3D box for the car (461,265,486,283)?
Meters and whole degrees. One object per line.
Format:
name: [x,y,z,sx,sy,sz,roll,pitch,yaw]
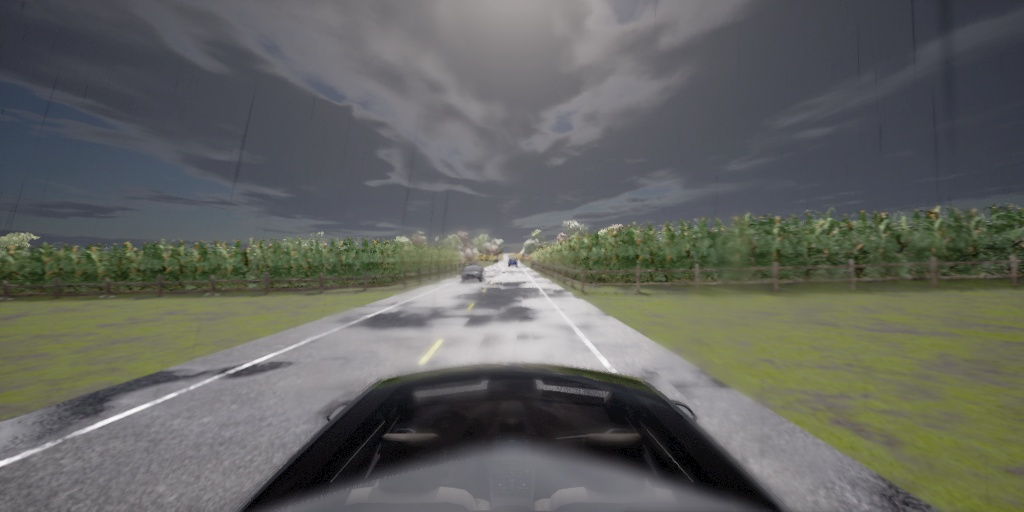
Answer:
car: [-3.448,1.551,32.566,1.837,1.490,4.892,-1,0,0]
